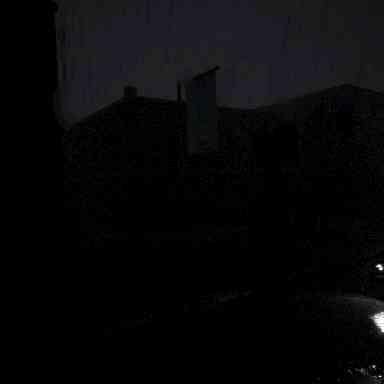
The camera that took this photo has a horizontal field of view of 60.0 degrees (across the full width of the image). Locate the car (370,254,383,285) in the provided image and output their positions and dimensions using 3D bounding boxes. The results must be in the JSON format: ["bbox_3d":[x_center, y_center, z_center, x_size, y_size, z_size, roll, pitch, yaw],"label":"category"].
[{"bbox_3d":[6.560,1.557,8.268,5.357,1.411,2.033,0,0,-37],"label":"car"}]
